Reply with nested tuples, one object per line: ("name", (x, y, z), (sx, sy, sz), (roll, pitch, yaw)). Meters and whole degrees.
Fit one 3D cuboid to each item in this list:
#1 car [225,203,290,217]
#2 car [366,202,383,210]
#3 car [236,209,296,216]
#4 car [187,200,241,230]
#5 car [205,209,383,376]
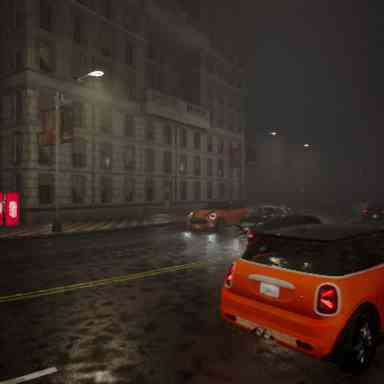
("car", (4.138, 1.481, 17.705), (2.128, 1.511, 4.902), (0, 0, 39))
("car", (14.197, 1.514, 25.150), (1.812, 1.442, 4.674), (0, 0, 37))
("car", (3.744, 1.519, 11.772), (1.812, 1.442, 4.674), (0, 0, 44))
("car", (1.694, 1.336, 20.252), (2.097, 1.767, 4.553), (0, 0, 38))
("car", (2.661, 1.349, 5.885), (4.553, 1.767, 2.097), (0, 0, -41))
